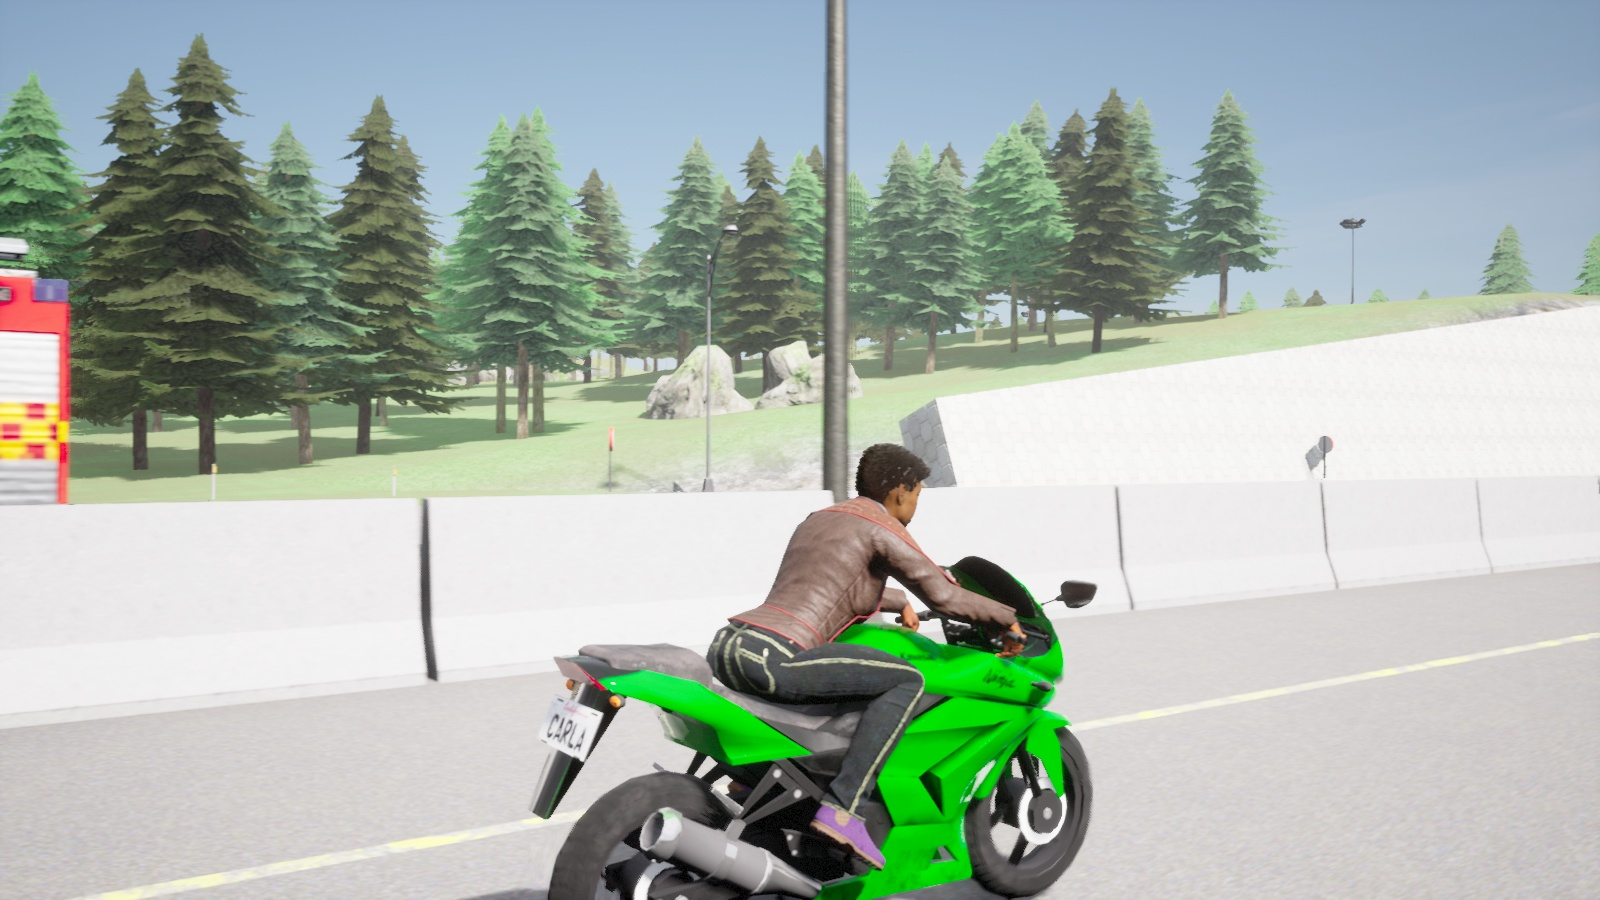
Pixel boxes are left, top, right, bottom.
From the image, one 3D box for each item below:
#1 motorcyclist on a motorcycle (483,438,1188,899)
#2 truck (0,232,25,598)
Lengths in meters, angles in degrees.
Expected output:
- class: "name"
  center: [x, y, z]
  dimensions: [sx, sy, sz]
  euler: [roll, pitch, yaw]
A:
- class: "motorcyclist on a motorcycle"
  center: [0.178, 0.736, 3.783]
  dimensions: [2.044, 1.523, 0.797]
  euler: [0, 0, -35]
- class: "truck"
  center: [-12.488, -0.364, 12.028]
  dimensions: [8.468, 3.827, 2.891]
  euler: [0, 0, -35]
